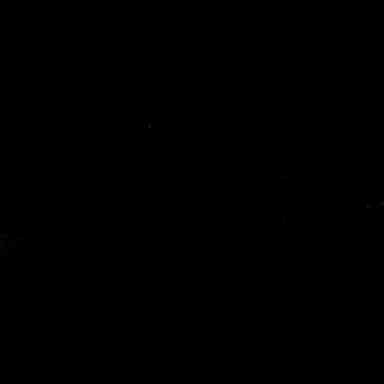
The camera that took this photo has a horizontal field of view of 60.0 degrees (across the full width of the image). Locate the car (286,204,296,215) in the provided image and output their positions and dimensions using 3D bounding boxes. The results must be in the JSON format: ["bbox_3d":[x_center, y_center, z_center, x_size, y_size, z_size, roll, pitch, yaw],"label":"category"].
[{"bbox_3d":[14.145,2.565,49.808,2.128,1.511,4.902,2,-1,35],"label":"car"}]

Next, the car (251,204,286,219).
[{"bbox_3d":[8.272,2.218,36.657,1.882,1.535,5.008,2,0,35],"label":"car"}]
